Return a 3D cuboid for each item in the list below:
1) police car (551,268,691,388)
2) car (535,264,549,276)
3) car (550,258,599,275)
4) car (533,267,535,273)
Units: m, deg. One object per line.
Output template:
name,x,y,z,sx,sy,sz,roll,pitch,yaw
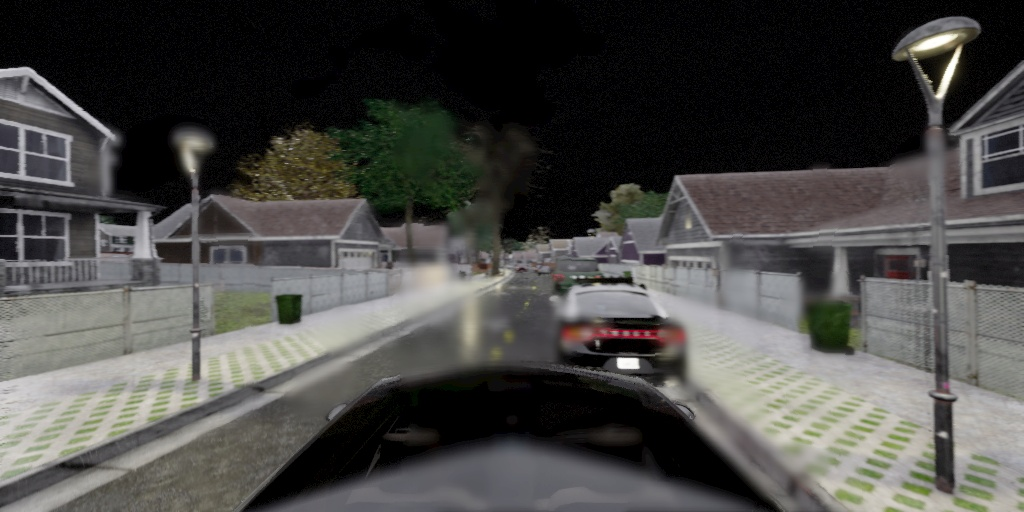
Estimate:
police car,1.838,1.211,7.203,1.930,1.638,5.238,-1,-1,8
car,4.317,1.862,46.230,1.994,1.385,4.181,-1,-1,3
car,3.029,1.113,17.107,2.150,2.045,5.566,-1,-1,6
car,4.618,2.113,60.093,2.033,1.411,5.357,-1,-1,0
